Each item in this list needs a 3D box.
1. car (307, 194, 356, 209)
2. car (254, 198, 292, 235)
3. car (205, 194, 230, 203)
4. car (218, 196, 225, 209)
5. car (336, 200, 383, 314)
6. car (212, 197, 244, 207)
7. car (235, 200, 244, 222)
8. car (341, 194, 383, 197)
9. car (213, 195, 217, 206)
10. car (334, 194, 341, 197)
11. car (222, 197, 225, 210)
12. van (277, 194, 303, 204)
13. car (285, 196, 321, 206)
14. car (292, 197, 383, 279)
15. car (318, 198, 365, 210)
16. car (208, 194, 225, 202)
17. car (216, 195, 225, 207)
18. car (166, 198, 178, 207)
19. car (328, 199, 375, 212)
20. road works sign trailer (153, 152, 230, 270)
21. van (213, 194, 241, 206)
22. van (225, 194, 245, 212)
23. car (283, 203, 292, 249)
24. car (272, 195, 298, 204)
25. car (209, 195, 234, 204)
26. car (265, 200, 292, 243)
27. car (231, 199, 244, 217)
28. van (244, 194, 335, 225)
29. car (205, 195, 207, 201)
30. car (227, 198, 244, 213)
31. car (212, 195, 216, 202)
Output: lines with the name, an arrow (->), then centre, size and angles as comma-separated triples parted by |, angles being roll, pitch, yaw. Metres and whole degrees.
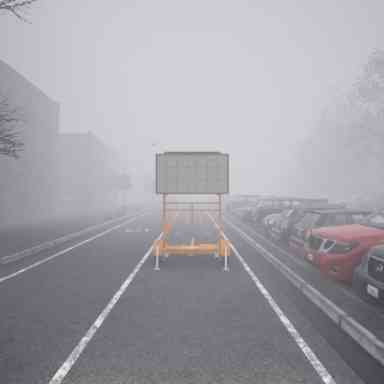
car -> 18.731, 1.244, 44.723 | 5.566, 2.045, 2.435 | 0, 0, 0
car -> 5.710, 1.356, 16.521 | 4.553, 1.767, 2.185 | 0, 0, 0
car -> 5.731, 1.369, 75.387 | 5.566, 2.045, 2.435 | 0, 0, 0
car -> 5.865, 1.480, 36.144 | 5.366, 1.575, 1.946 | 0, 0, 0
car -> 5.649, 1.230, 5.308 | 5.566, 2.045, 2.435 | 0, 0, 0
car -> 5.675, 1.519, 52.961 | 5.008, 1.535, 2.097 | 0, 0, 0
car -> 5.673, 1.482, 22.127 | 5.008, 1.535, 2.097 | 0, 0, 0
car -> 18.731, 1.233, 33.706 | 5.566, 2.045, 2.435 | 0, 0, 0
car -> 5.651, 1.523, 44.552 | 4.792, 1.488, 2.163 | 0, 0, 0
car -> 18.730, 1.233, 36.367 | 5.566, 2.045, 2.435 | 0, 0, 0
car -> 5.708, 1.512, 33.341 | 4.792, 1.488, 2.163 | 0, 0, 0
van -> 18.881, 1.330, 64.220 | 4.442, 1.987, 1.878 | 0, 0, 0
car -> 18.575, 1.526, 55.862 | 5.366, 1.575, 1.946 | 0, 0, 0
car -> 5.650, 1.230, 8.111 | 5.566, 2.045, 2.435 | 0, 0, 0
car -> 18.754, 1.490, 41.936 | 5.008, 1.535, 2.097 | 0, 0, 0
car -> 5.708, 1.259, 50.158 | 5.566, 2.045, 2.435 | 0, 0, 0
car -> 5.674, 1.484, 38.944 | 5.008, 1.535, 2.097 | 0, 0, 0
car -> -3.176, 1.652, 52.636 | 1.895, 1.301, 4.718 | 0, 0, 0
car -> 18.757, 1.526, 39.275 | 4.674, 1.452, 2.002 | 0, 0, 0
road works sign trailer -> 0.007, 0.470, 11.027 | 2.380, 3.560, 2.880 | 0, 0, 1
van -> 5.797, 1.302, 55.765 | 4.442, 1.987, 1.878 | 0, 0, 0
van -> 5.562, 1.257, 30.537 | 4.442, 1.987, 1.878 | 0, 0, 0
car -> 5.647, 1.356, 10.914 | 4.553, 1.767, 2.185 | 0, 0, 0
car -> 18.737, 1.443, 67.000 | 4.553, 1.767, 2.185 | 0, 0, 0
car -> 5.654, 1.430, 64.175 | 4.553, 1.767, 2.185 | 0, 0, 0
car -> 5.647, 1.356, 13.718 | 4.553, 1.767, 2.185 | 0, 0, 0
car -> 5.650, 1.512, 24.931 | 4.792, 1.488, 2.163 | 0, 0, 0
van -> 5.562, 1.256, 19.324 | 4.442, 1.987, 1.878 | 0, 0, 0
car -> 5.717, 1.317, 66.977 | 5.566, 2.045, 2.435 | 0, 0, 0
car -> 5.650, 1.512, 27.734 | 4.792, 1.488, 2.163 | 0, 0, 0
car -> 5.675, 1.502, 47.350 | 4.892, 1.521, 2.231 | 0, 0, 0
